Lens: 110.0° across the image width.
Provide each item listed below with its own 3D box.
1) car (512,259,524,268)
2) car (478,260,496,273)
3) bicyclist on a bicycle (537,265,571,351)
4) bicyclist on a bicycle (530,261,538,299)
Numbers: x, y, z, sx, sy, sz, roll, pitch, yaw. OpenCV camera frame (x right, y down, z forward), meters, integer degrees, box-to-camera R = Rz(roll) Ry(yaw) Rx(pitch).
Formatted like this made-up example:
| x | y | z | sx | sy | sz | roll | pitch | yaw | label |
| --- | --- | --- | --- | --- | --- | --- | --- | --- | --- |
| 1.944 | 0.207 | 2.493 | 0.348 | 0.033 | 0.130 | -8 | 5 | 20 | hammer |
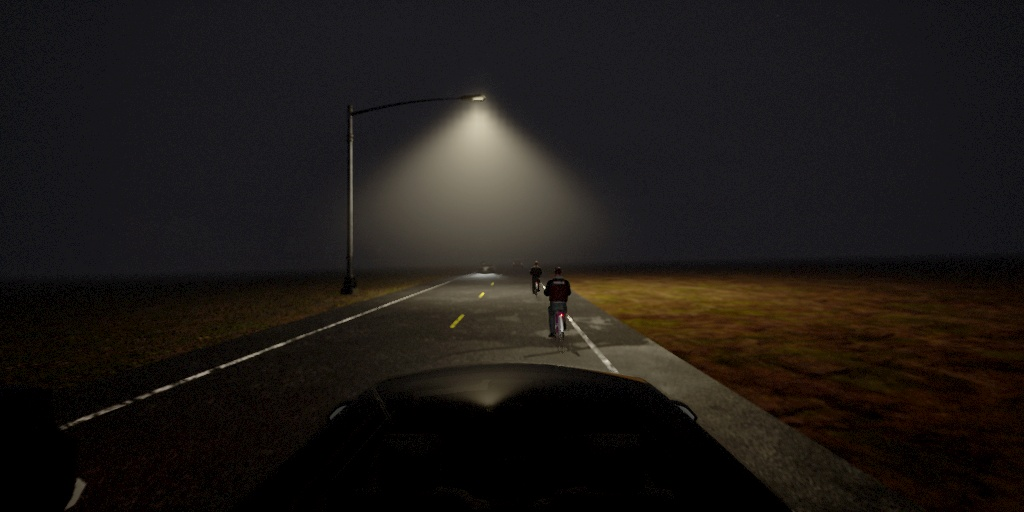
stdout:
| x | y | z | sx | sy | sz | roll | pitch | yaw | label |
| --- | --- | --- | --- | --- | --- | --- | --- | --- | --- |
| 0.930 | 1.320 | 59.550 | 2.033 | 1.411 | 5.357 | 0 | 0 | 0 | car |
| -2.956 | 1.250 | 42.793 | 2.128 | 1.511 | 4.902 | 0 | 0 | 1 | car |
| 1.014 | 1.121 | 8.086 | 0.659 | 1.776 | 1.843 | 0 | 0 | 0 | bicyclist on a bicycle |
| 1.147 | 1.123 | 17.056 | 0.659 | 1.776 | 1.843 | 0 | 0 | 1 | bicyclist on a bicycle |
